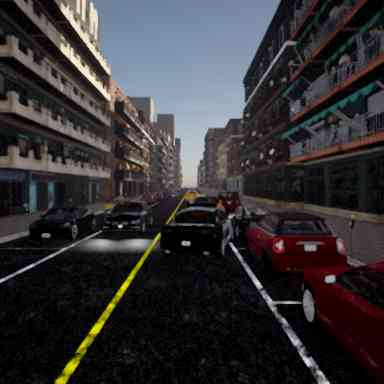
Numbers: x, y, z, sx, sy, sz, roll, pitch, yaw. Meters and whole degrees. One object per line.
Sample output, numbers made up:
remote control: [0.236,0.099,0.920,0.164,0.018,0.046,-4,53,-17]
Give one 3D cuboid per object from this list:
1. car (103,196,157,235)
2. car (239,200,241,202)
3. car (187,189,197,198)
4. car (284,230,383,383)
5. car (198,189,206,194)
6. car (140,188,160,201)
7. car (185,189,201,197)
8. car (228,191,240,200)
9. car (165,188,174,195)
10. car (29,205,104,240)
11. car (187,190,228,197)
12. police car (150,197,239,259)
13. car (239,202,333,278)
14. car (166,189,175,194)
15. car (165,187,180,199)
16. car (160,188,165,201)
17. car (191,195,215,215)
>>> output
car: [-3.098,1.192,16.737,1.837,1.490,4.892,0,1,0]
car: [2.694,1.268,15.141,2.008,1.369,4.403,0,1,0]
car: [0.008,0.296,63.007,1.882,1.535,5.008,0,1,0]
car: [2.692,1.471,3.871,1.887,1.381,4.507,0,1,0]
car: [2.703,-0.119,88.402,1.887,1.381,4.507,0,1,0]
car: [-5.683,0.629,43.322,1.967,1.590,4.097,0,1,0]
car: [0.009,0.575,48.222,1.882,1.535,5.008,0,1,0]
car: [2.696,0.822,26.408,2.192,1.841,5.009,0,1,0]
car: [-5.678,-0.116,82.769,1.967,1.590,4.097,0,1,0]
car: [-5.687,1.283,15.146,1.947,1.339,4.313,0,1,0]
car: [0.902,0.948,21.605,2.097,1.767,4.553,0,1,0]
police car: [0.390,1.198,11.975,1.930,1.638,5.238,0,1,13]
car: [2.693,1.262,9.505,1.967,1.590,4.097,0,1,0]
car: [-5.677,-0.119,88.407,1.887,1.381,4.507,0,1,0]
car: [-3.058,0.413,57.543,2.128,1.511,4.902,0,1,0]
car: [-5.682,0.398,48.955,2.192,1.841,5.009,0,1,0]
car: [0.827,1.010,27.629,1.812,1.442,4.674,0,1,0]
